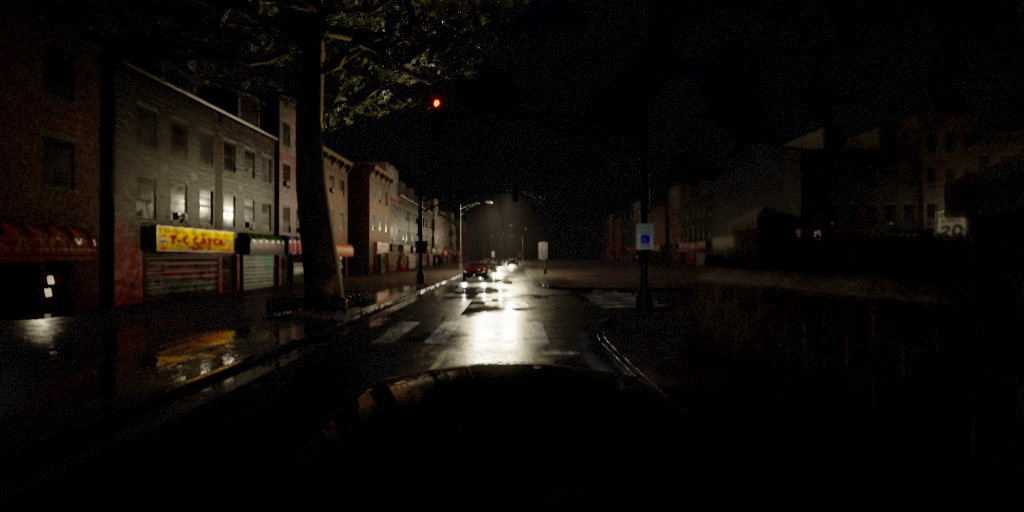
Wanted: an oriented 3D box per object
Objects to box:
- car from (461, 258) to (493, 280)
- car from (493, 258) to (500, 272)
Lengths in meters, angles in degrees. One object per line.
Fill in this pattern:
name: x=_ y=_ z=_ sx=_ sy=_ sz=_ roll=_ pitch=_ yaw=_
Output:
car: x=-2.806 y=1.124 z=28.818 sx=1.812 sy=1.442 sz=4.674 roll=0 pitch=0 yaw=0
car: x=-2.777 y=1.037 z=42.287 sx=1.837 sy=1.490 sz=4.892 roll=0 pitch=0 yaw=0
